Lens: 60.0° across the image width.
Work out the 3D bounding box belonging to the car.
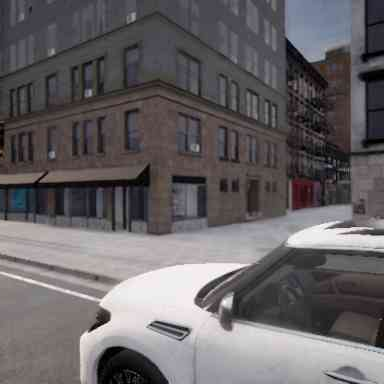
[{"bbox_3d":[1.550,1.218,2.591,5.566,2.045,2.150,-1,0,35],"label":"car"}]
